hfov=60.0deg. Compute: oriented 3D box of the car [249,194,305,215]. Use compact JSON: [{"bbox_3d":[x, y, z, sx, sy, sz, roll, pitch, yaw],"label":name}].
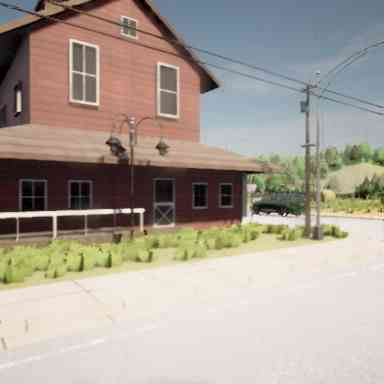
[{"bbox_3d":[7.848,1.191,30.815,2.150,2.045,5.566,0,0,-37],"label":"car"}]
